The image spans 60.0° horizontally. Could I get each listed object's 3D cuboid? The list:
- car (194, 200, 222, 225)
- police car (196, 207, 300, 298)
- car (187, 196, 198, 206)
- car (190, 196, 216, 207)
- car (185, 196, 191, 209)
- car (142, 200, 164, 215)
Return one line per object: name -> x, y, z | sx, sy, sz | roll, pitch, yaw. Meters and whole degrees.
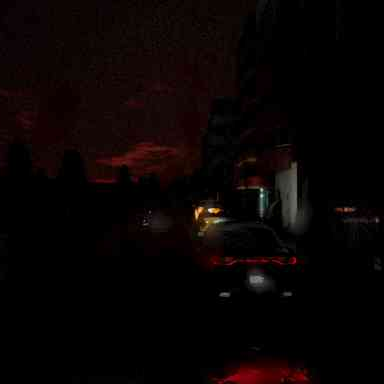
car -> 1.211, 1.456, 18.731 | 1.801, 1.575, 5.366 | 0, 0, 0
police car -> 1.193, 1.419, 8.653 | 1.930, 1.638, 5.238 | 0, 0, 0
car -> 0.033, 1.504, 56.666 | 1.837, 1.490, 4.892 | 0, 0, 0
car -> 1.161, 1.300, 24.511 | 2.097, 1.767, 4.553 | -3, 0, 0
car -> 0.051, 1.491, 44.485 | 2.128, 1.511, 4.902 | 0, 0, 1
car -> -3.979, 1.547, 34.572 | 2.033, 1.411, 5.357 | 0, 0, 0
